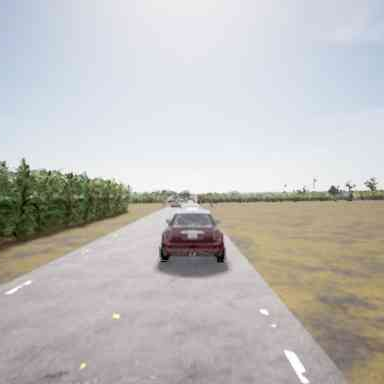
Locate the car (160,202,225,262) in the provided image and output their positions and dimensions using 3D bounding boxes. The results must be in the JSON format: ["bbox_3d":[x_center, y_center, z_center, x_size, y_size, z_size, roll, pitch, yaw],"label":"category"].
[{"bbox_3d":[0.039,1.420,12.567,2.097,1.767,4.553,0,0,1],"label":"car"}]

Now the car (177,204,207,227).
[{"bbox_3d":[0.009,1.716,25.473,2.033,1.411,5.357,0,0,0],"label":"car"}]
